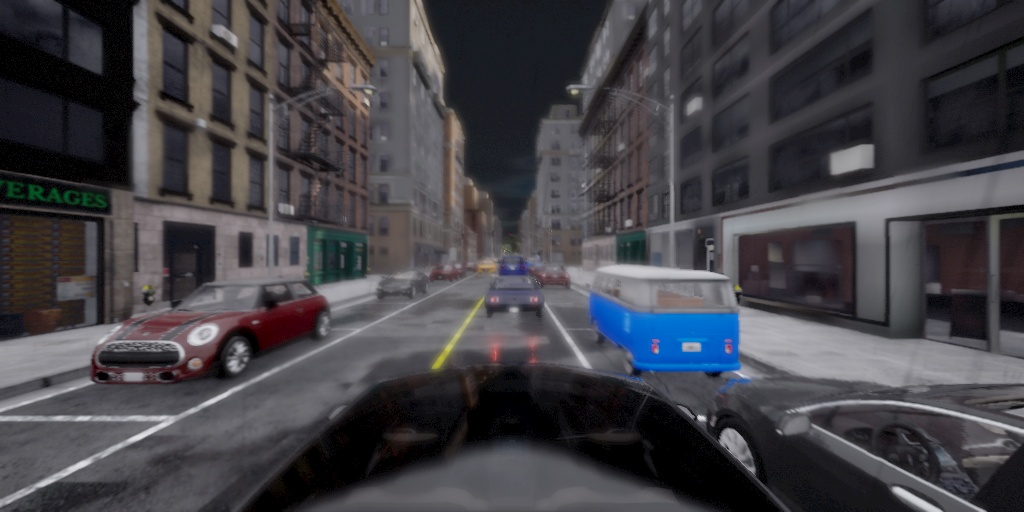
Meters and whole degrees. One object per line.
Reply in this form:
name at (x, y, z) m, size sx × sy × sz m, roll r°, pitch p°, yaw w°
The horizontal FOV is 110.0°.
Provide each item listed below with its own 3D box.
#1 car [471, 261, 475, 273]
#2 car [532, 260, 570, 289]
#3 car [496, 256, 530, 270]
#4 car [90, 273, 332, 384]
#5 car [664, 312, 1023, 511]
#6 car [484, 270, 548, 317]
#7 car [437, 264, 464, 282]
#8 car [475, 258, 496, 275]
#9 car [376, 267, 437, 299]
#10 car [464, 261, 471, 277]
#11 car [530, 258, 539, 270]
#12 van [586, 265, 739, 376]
car at (-5.404, 1.389, 45.683) m, size 1.888 × 1.381 × 4.507 m, roll 0°, pitch 0°, yaw 0°
car at (2.630, 1.237, 23.641) m, size 1.967 × 1.591 × 4.097 m, roll 0°, pitch 0°, yaw 0°
car at (0.076, 1.029, 28.976) m, size 2.150 × 2.045 × 5.566 m, roll 0°, pitch 0°, yaw 0°
car at (-5.389, 1.200, 7.106) m, size 1.967 × 1.591 × 4.097 m, roll 0°, pitch 0°, yaw 0°
car at (2.638, 1.300, 1.599) m, size 2.007 × 1.370 × 4.403 m, roll 0°, pitch 0°, yaw 0°
car at (0.079, 1.375, 13.253) m, size 1.895 × 1.301 × 4.718 m, roll 0°, pitch 0°, yaw 0°
car at (-5.397, 1.354, 29.149) m, size 1.888 × 1.381 × 4.507 m, roll 0°, pitch 0°, yaw 0°
car at (-2.853, 1.313, 41.689) m, size 1.882 × 1.535 × 5.008 m, roll 0°, pitch 0°, yaw 0°
car at (-5.393, 1.335, 18.127) m, size 2.007 × 1.370 × 4.403 m, roll 0°, pitch 0°, yaw 0°
car at (-5.400, 1.403, 34.660) m, size 1.802 × 1.307 × 4.207 m, roll 0°, pitch 0°, yaw 0°
car at (2.625, 1.261, 34.664) m, size 1.967 × 1.591 × 4.097 m, roll 0°, pitch 0°, yaw 0°
van at (2.636, 1.102, 7.109) m, size 1.690 × 1.789 × 3.998 m, roll 0°, pitch 0°, yaw 0°
